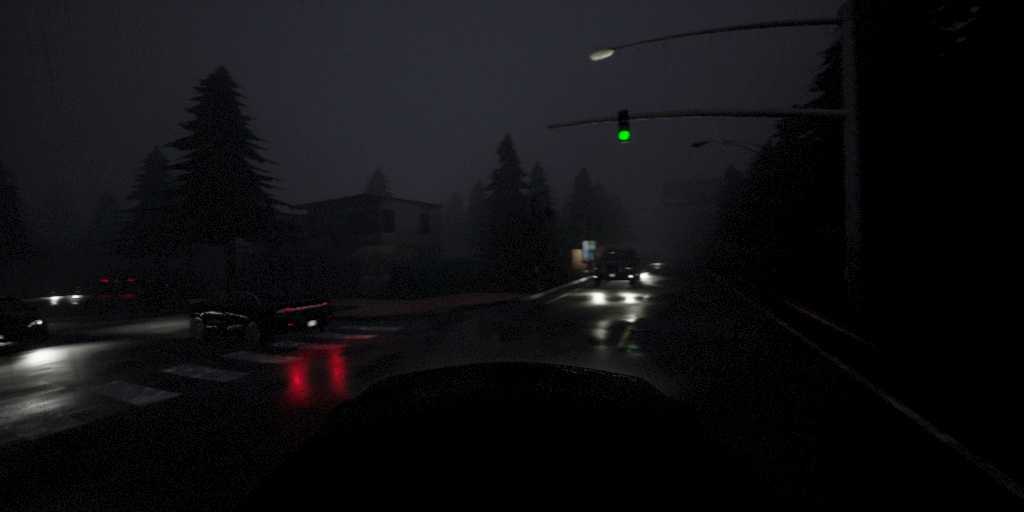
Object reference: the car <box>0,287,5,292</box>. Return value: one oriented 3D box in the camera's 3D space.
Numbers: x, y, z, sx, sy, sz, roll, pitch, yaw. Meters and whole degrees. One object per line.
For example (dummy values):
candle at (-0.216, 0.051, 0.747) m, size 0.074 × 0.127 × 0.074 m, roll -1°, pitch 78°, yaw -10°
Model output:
car at (-25.317, 2.166, 16.879) m, size 4.553 × 1.767 × 2.097 m, roll -2°, pitch 0°, yaw 38°

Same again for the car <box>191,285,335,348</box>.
car at (-7.418, 1.634, 10.546) m, size 4.902 × 1.511 × 2.128 m, roll -2°, pitch 0°, yaw 27°

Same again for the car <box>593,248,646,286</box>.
car at (6.290, 0.574, 21.033) m, size 2.150 × 2.045 × 5.566 m, roll -2°, pitch 0°, yaw 24°

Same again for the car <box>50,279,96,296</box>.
car at (-40.077, 2.850, 32.946) m, size 1.994 × 1.385 × 4.181 m, roll -3°, pitch 0°, yaw -33°

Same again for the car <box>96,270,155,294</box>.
car at (-36.225, 2.345, 33.781) m, size 2.150 × 2.045 × 5.566 m, roll -3°, pitch 1°, yaw -33°

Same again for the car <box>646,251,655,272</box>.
car at (11.270, 0.561, 32.052) m, size 2.128 × 1.511 × 4.902 m, roll -2°, pitch 1°, yaw 24°

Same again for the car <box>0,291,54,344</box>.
car at (-16.002, 2.007, 10.887) m, size 4.674 × 1.442 × 1.812 m, roll -2°, pitch 0°, yaw 29°

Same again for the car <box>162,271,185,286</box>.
car at (-41.395, 2.615, 43.017) m, size 2.097 × 1.767 × 4.553 m, roll -2°, pitch 0°, yaw -21°

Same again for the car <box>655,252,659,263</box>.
car at (18.796, 0.122, 48.601) m, size 1.882 × 1.535 × 5.008 m, roll -2°, pitch 0°, yaw 25°
